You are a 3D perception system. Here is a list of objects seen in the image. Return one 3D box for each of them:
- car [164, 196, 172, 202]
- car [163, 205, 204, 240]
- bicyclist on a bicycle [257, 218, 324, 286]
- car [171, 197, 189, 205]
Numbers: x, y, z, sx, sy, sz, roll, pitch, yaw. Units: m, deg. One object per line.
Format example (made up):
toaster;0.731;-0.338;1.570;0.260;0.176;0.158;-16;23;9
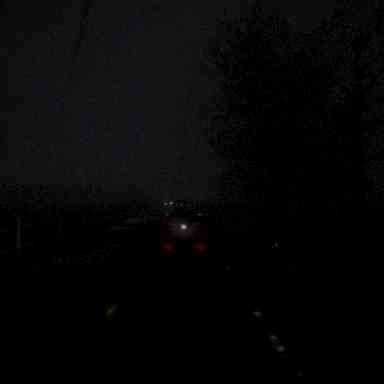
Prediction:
car;-5.277;1.583;75.124;1.994;1.385;4.181;0;0;-2
car;-0.444;1.594;17.252;1.994;1.385;4.181;0;0;-2
bicyclist on a bicycle;2.369;1.464;7.989;1.656;1.620;0.582;1;0;-2
car;-1.284;1.621;41.804;2.033;1.411;5.357;0;0;-2
